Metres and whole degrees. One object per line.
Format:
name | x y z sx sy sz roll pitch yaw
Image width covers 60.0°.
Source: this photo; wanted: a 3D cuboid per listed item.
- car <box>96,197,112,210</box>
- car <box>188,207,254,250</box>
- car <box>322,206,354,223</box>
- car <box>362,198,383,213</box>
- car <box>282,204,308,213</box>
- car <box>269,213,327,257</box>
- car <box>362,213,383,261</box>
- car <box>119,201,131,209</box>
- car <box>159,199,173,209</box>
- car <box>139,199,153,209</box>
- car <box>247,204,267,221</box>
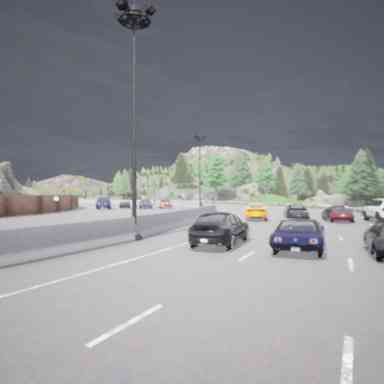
car | -14.637 1.890 55.356 2.150 2.045 5.566 0 0 -9
car | 1.354 1.689 15.449 1.837 1.490 4.892 0 0 22
car | 12.735 1.896 29.298 1.994 1.385 4.181 0 -1 10
car | 16.018 1.533 27.669 2.150 2.045 5.566 0 0 11
car | 9.322 1.837 30.071 2.128 1.511 4.902 0 -1 10
car | 4.472 1.760 13.802 1.895 1.301 4.718 0 -1 22
car | 7.709 1.704 12.496 1.994 1.385 4.181 0 -1 21
car | -11.831 2.272 59.034 1.994 1.385 4.181 0 -1 -12
car | -4.600 2.046 58.411 2.097 1.767 4.553 0 -1 -11
car | -7.955 2.036 57.305 2.097 1.767 4.553 0 -1 -11
car | 6.019 1.842 31.533 1.882 1.535 5.008 0 0 10
